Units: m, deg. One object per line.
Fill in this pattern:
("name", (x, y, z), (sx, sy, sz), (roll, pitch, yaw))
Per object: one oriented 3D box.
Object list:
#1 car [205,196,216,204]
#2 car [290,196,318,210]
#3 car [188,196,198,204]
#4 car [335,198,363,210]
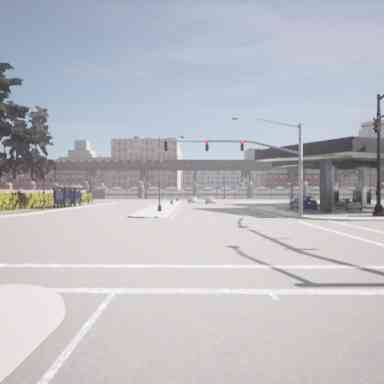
("car", (3.554, 1.523, 64.319), (1.812, 1.442, 4.674), (0, 0, 0))
("car", (13.244, 1.293, 39.635), (2.242, 1.667, 4.611), (0, 0, 0))
("car", (0.160, 1.523, 66.102), (1.812, 1.442, 4.674), (0, 0, 0))
("car", (18.989, 1.454, 40.393), (1.970, 1.475, 3.806), (0, 0, 0))
